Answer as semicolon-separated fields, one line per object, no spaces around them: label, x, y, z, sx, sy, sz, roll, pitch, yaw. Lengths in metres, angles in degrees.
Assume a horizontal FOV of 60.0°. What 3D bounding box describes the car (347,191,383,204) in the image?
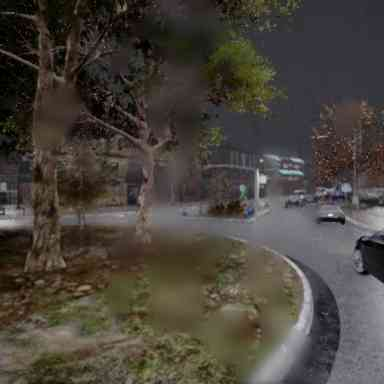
car;24.261;0.936;45.623;4.892;1.521;2.231;0;1;31

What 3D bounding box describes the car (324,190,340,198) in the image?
car;27.882;0.323;66.175;1.837;1.490;4.892;0;2;34

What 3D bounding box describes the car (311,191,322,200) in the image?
car;17.487;1.027;49.290;1.994;1.385;4.181;0;1;31

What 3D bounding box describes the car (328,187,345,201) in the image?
car;25.056;0.462;56.157;2.150;2.045;5.566;0;1;32

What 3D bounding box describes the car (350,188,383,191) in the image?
car;25.721;0.748;47.956;4.553;1.767;2.185;0;1;31

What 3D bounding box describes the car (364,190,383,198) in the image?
car;35.850;0.438;64.048;4.674;1.452;2.002;0;2;34

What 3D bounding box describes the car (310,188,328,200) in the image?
car;22.565;0.590;57.835;2.097;1.767;4.553;0;1;32

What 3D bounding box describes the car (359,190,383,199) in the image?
car;34.172;0.469;61.887;5.366;1.575;1.946;0;2;34

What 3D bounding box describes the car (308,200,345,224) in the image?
car;9.888;1.516;24.351;1.994;1.385;4.181;0;1;15

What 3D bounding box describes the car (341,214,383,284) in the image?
car;5.136;1.493;7.519;2.128;1.511;4.902;0;0;13

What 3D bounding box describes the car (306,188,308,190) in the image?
car;24.451;0.288;76.768;2.097;1.535;5.008;0;2;36

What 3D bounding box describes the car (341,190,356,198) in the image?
car;30.618;0.329;64.868;1.837;1.490;4.892;0;2;34

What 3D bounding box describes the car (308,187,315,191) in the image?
car;27.662;0.164;81.223;2.163;1.488;4.792;0;2;37

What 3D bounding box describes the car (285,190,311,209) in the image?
car;12.722;1.019;40.431;2.097;1.767;4.553;0;1;27

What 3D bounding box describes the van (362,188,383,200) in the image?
van;32.922;0.320;59.432;4.442;1.987;1.878;0;1;33
